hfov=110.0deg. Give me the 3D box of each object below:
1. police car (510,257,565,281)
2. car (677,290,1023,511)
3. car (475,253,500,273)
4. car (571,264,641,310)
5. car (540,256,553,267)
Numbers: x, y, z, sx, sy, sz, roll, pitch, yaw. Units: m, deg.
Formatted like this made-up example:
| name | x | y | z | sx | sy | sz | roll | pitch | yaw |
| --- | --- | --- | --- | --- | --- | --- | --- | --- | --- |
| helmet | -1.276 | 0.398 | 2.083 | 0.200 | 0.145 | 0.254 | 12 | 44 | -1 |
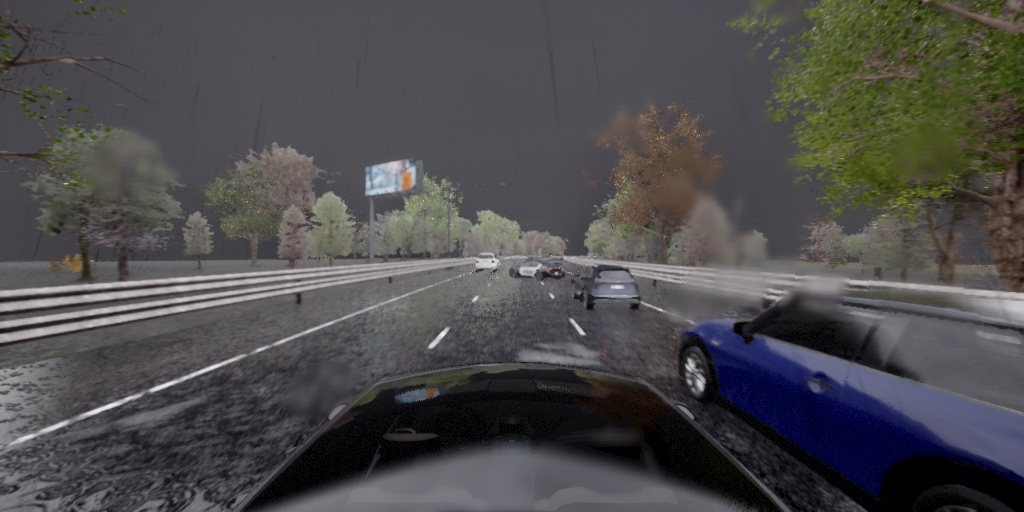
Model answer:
| name | x | y | z | sx | sy | sz | roll | pitch | yaw |
| --- | --- | --- | --- | --- | --- | --- | --- | --- | --- |
| police car | 1.752 | 1.088 | 27.901 | 2.038 | 1.542 | 4.974 | 0 | 0 | -37 |
| car | 3.495 | 1.099 | 3.467 | 2.097 | 1.767 | 4.553 | 0 | 0 | 0 |
| car | -2.586 | 0.730 | 38.927 | 2.150 | 2.045 | 5.566 | 0 | 0 | 3 |
| car | 3.597 | 1.107 | 14.374 | 2.033 | 1.649 | 4.856 | 0 | 0 | 1 |
| car | 5.521 | 0.855 | 57.836 | 2.033 | 1.649 | 4.856 | 0 | 0 | 4 |
